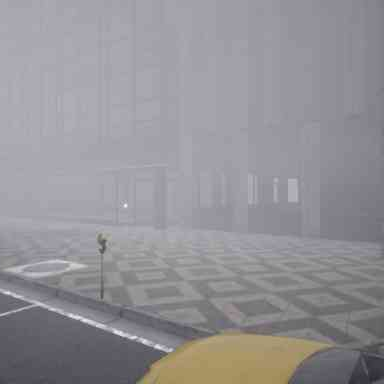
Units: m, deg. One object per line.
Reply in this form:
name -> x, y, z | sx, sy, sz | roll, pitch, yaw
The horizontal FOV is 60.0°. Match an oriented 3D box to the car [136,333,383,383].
car -> 1.637, 1.525, 1.915 | 4.829, 1.417, 1.752 | 0, 0, 36
